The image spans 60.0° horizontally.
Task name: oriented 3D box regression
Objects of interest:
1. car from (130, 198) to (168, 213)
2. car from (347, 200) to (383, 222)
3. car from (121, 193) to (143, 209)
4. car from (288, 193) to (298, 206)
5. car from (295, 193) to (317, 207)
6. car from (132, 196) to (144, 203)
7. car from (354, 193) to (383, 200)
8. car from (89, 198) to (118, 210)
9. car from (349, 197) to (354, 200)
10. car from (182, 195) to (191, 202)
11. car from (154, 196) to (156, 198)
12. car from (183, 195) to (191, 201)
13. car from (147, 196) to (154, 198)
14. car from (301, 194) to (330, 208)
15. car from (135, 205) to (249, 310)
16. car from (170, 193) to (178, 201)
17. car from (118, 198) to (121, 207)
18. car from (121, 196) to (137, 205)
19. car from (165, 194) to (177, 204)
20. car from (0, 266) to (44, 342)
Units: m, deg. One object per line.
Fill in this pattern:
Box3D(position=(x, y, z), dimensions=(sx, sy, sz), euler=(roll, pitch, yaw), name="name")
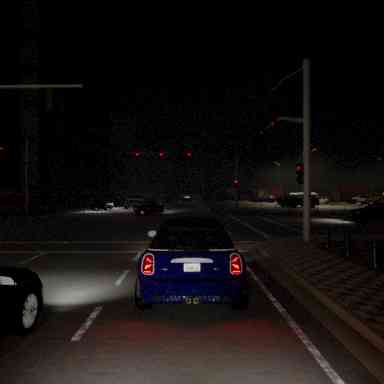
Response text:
Box3D(position=(-4.301, 1.613, 33.991), dimensions=(1.895, 1.301, 4.718), euler=(0, 1, 12), name="car")
Box3D(position=(15.017, 1.581, 26.717), dimensions=(4.674, 1.442, 1.812), euler=(0, 0, -1), name="car")
Box3D(position=(-7.913, 1.221, 45.803), dimensions=(2.150, 2.045, 5.566), euler=(0, 0, -3), name="car")
Box3D(position=(20.798, 1.209, 61.291), dimensions=(4.605, 1.855, 1.932), euler=(0, 0, 0), name="car")
Box3D(position=(20.860, 1.419, 58.608), dimensions=(3.905, 1.438, 1.784), euler=(0, 0, 0), name="car")
Box3D(position=(-11.599, 1.589, 71.588), dimensions=(1.895, 1.301, 4.718), euler=(0, 0, -1), name="car")
Box3D(position=(35.838, 1.209, 66.902), dimensions=(4.605, 1.855, 1.932), euler=(0, 0, 0), name="car")
Box3D(position=(-11.364, 1.547, 42.129), dimensions=(2.033, 1.411, 5.357), euler=(0, 0, 0), name="car")
Box3D(position=(35.890, 1.419, 69.798), dimensions=(3.905, 1.438, 1.784), euler=(0, 0, 0), name="car")
Box3D(position=(-1.108, 1.595, 72.469), dimensions=(1.895, 1.301, 4.718), euler=(0, 0, -1), name="car")
Box3D(position=(-8.066, 1.491, 65.989), dimensions=(2.128, 1.511, 4.902), euler=(0, 0, 0), name="car")
Box3D(position=(-1.219, 1.386, 82.537), dimensions=(1.812, 1.442, 4.674), euler=(0, 0, -1), name="car")
Box3D(position=(-8.005, 1.601, 55.830), dimensions=(1.895, 1.301, 4.718), euler=(0, 0, 0), name="car")
Box3D(position=(20.870, 1.451, 55.713), dimensions=(3.806, 1.475, 1.970), euler=(0, 0, 0), name="car")
Box3D(position=(-0.023, 1.352, 8.003), dimensions=(2.097, 1.767, 4.553), euler=(0, 0, -1), name="car")
Box3D(position=(-4.728, 1.225, 83.353), dimensions=(2.150, 2.045, 5.566), euler=(0, 0, -1), name="car")
Box3D(position=(-11.469, 1.601, 51.717), dimensions=(1.895, 1.301, 4.718), euler=(0, 0, 0), name="car")
Box3D(position=(-11.548, 1.477, 61.323), dimensions=(1.882, 1.535, 5.008), euler=(0, 0, 0), name="car")
Box3D(position=(-4.387, 1.547, 62.040), dimensions=(2.033, 1.411, 5.357), euler=(0, 0, 0), name="car")
Box3D(position=(-3.489, 1.505, 3.839), dimensions=(1.837, 1.490, 4.892), euler=(0, 0, 0), name="car")
